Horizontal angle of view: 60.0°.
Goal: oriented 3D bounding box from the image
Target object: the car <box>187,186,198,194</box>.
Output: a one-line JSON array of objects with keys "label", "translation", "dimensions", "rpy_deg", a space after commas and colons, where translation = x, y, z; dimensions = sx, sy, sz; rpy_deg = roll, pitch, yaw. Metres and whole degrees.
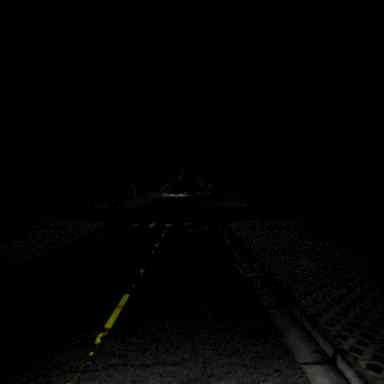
[{"label": "car", "translation": [0.005, -0.390, 63.745], "dimensions": [1.994, 1.385, 4.181], "rpy_deg": [0, 3, 0]}]

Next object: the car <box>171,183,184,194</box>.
[{"label": "car", "translation": [-2.745, -0.734, 63.855], "dimensions": [2.150, 2.045, 5.566], "rpy_deg": [0, 3, 0]}]
